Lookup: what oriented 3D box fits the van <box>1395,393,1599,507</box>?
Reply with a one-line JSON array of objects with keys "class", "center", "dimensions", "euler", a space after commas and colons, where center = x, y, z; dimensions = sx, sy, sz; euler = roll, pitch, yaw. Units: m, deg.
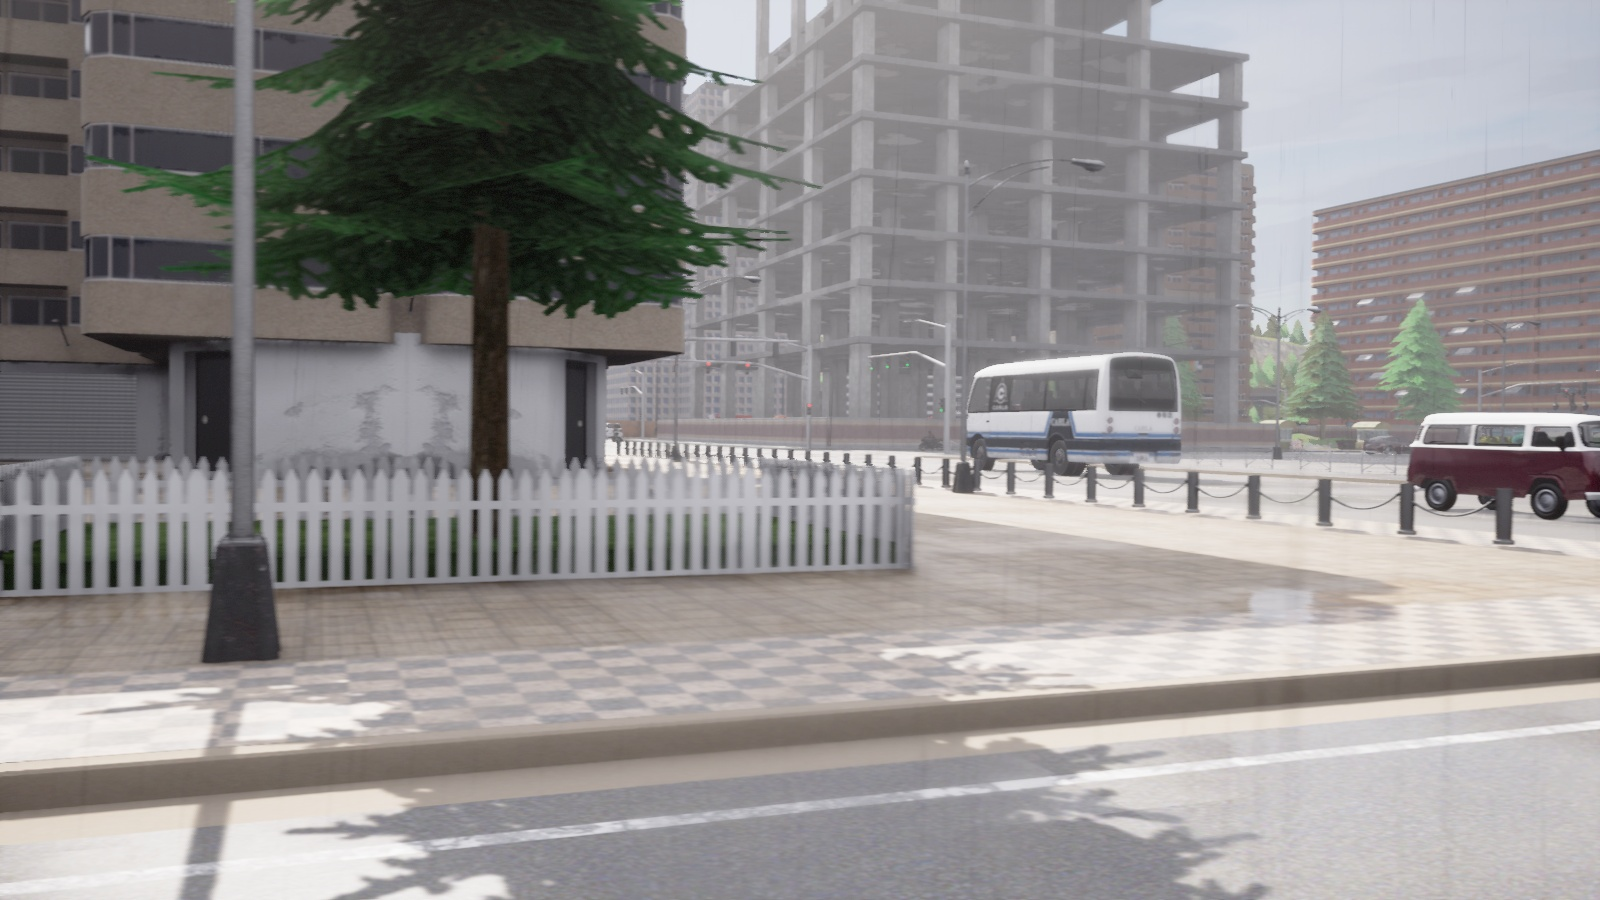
[{"class": "van", "center": [14.405, -0.040, 24.928], "dimensions": [2.069, 2.038, 4.480], "euler": [-1, 1, -21]}]

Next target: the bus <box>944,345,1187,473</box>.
[{"class": "bus", "center": [9.598, -1.451, 47.216], "dimensions": [3.944, 4.253, 10.273], "euler": [-1, 1, -21]}]

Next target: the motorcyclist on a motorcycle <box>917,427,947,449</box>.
[{"class": "motorcyclist on a motorcycle", "center": [9.613, -0.869, 91.572], "dimensions": [2.044, 1.523, 0.797], "euler": [-1, 1, -21]}]
